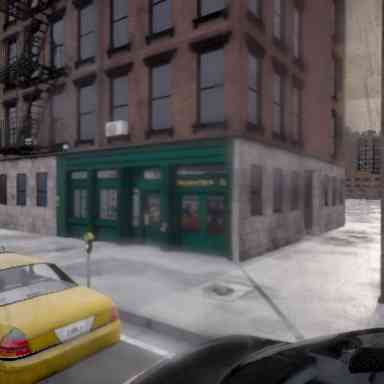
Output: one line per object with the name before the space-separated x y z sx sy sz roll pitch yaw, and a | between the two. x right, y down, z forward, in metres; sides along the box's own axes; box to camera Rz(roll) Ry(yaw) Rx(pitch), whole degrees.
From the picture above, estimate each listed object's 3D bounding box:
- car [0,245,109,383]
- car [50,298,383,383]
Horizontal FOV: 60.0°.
car | -3.194 1.498 5.087 4.829 1.417 1.752 0 0 35
car | 1.351 1.567 1.846 4.313 1.339 1.947 0 0 35
